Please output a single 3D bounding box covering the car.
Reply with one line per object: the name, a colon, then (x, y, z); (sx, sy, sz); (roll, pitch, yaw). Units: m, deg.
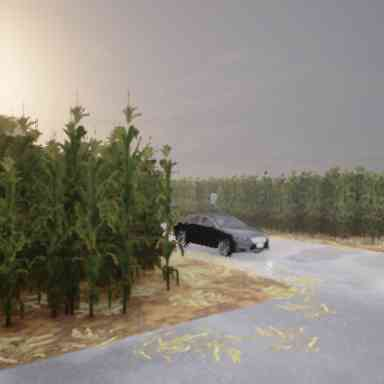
car: (1.074, 1.658, 13.954); (2.128, 1.511, 4.902); (1, -1, -34)
